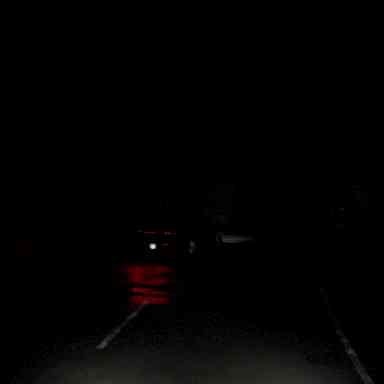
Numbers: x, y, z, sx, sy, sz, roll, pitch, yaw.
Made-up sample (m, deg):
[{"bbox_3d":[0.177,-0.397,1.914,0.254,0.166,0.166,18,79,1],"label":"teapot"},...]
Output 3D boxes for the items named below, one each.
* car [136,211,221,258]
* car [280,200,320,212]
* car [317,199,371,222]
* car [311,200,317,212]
[{"bbox_3d":[-0.308,1.495,12.919,1.837,1.490,4.892,0,0,23],"label":"car"},{"bbox_3d":[13.126,1.677,40.313,4.718,1.301,1.895,0,0,-28],"label":"car"},{"bbox_3d":[12.971,1.434,27.788,4.553,1.767,2.097,0,0,-34],"label":"car"},{"bbox_3d":[13.543,1.629,36.597,5.357,1.411,2.033,0,0,-29],"label":"car"}]
